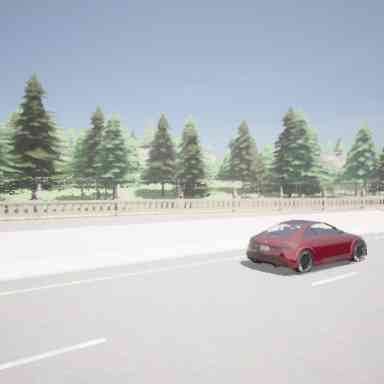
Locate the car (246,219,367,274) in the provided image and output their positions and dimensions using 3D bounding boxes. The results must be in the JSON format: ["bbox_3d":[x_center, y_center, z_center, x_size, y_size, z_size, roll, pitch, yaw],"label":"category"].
[{"bbox_3d":[3.740,1.580,10.679,4.181,1.385,1.994,0,0,-34],"label":"car"}]
